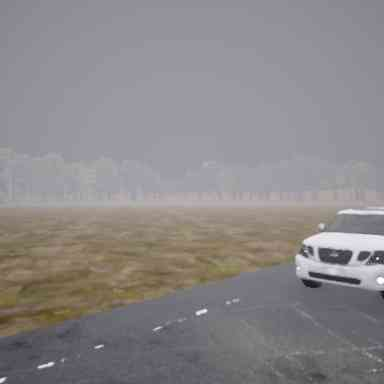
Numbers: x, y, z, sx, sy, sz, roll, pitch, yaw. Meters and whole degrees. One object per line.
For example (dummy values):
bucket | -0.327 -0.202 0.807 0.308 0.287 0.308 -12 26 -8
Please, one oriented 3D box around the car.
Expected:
car | 5.065 1.454 9.283 5.566 2.045 2.150 1 -2 -44
